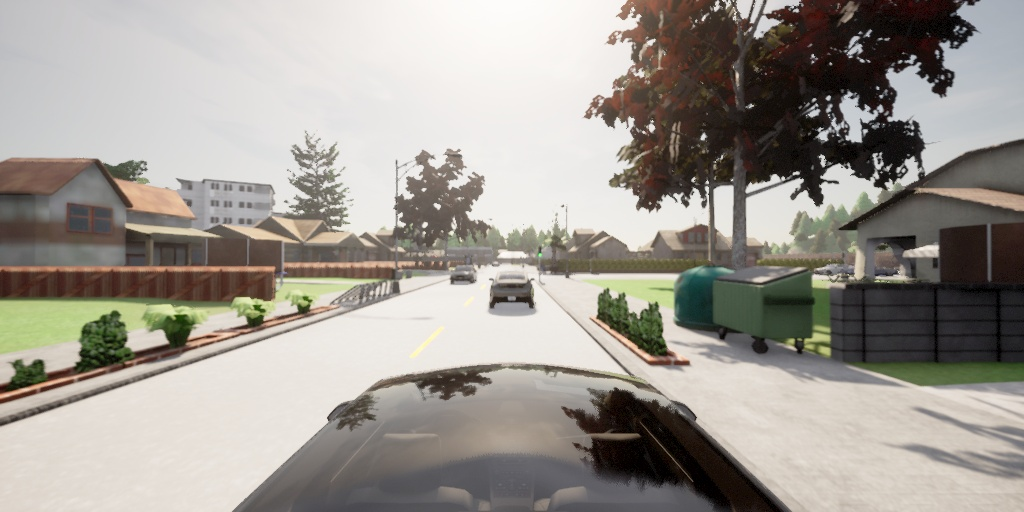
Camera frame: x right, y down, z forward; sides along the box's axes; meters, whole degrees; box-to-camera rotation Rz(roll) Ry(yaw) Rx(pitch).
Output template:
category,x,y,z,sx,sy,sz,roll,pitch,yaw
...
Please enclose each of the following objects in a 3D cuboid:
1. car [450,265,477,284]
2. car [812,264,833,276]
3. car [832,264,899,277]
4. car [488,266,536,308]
category,x,y,z,sx,sy,sz,roll,pitch,yaw
car,-4.011,1.527,30.277,1.837,1.490,4.892,0,-1,0
car,39.483,1.709,43.825,4.674,1.442,1.812,0,-1,0
car,39.479,1.673,39.825,5.357,1.411,2.033,0,-1,0
car,-0.001,1.391,16.151,1.837,1.490,4.892,0,0,0
